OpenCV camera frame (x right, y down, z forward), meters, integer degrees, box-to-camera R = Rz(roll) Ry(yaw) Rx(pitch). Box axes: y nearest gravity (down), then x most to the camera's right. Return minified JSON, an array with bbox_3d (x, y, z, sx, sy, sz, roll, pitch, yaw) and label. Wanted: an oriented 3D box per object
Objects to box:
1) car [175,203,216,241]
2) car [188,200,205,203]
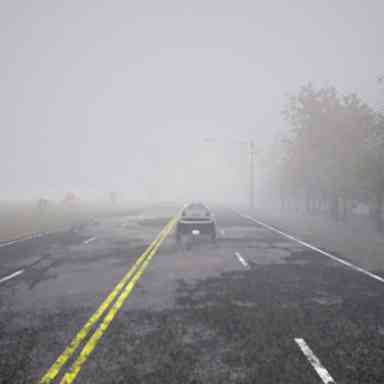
[{"bbox_3d":[0.180,1.514,16.680,2.128,1.511,4.902,0,0,0],"label":"car"},{"bbox_3d":[0.471,1.601,37.791,1.994,1.385,4.181,0,0,1],"label":"car"}]
